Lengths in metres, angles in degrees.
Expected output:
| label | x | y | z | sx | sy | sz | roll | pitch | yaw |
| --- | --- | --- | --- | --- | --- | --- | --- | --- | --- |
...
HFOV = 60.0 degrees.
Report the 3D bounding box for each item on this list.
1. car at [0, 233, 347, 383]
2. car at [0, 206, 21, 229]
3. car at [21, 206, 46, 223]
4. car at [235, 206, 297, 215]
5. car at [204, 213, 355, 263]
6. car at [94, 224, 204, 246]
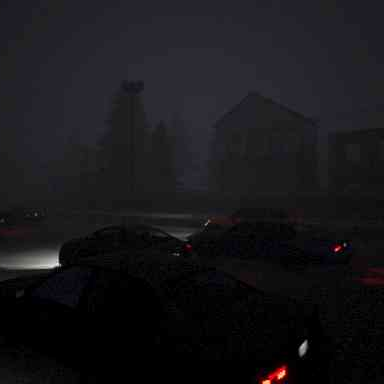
| label | x | y | z | sx | sy | sz | roll | pitch | yaw |
| --- | --- | --- | --- | --- | --- | --- | --- | --- | --- |
| car | -0.961 | 1.582 | 4.678 | 5.357 | 1.411 | 2.033 | -1 | 0 | 35 |
| car | -14.059 | 1.724 | 22.624 | 5.008 | 1.535 | 1.882 | -1 | 0 | 36 |
| car | -13.965 | 1.818 | 26.857 | 5.357 | 1.411 | 2.033 | -1 | 0 | 36 |
| car | 2.710 | 1.416 | 14.959 | 4.553 | 1.767 | 2.097 | -1 | 0 | 36 |
| car | 2.320 | 1.591 | 10.937 | 5.357 | 1.411 | 2.033 | -1 | 0 | 36 |
| car | -2.025 | 1.636 | 9.738 | 4.181 | 1.385 | 1.994 | -1 | 0 | 36 |
